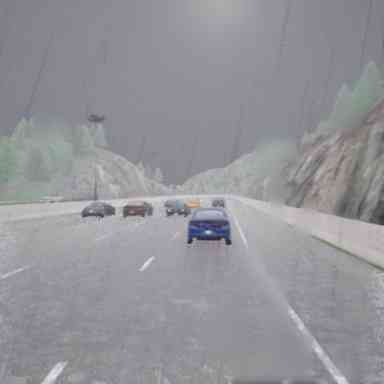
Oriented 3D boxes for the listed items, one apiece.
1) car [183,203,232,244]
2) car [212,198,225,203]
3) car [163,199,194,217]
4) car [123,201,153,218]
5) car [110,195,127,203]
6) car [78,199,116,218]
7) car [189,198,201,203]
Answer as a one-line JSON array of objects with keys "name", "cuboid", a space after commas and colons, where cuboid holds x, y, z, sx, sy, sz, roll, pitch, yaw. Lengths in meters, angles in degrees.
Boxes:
[{"name": "car", "cuboid": [0.894, 1.520, 16.207, 1.882, 1.535, 5.008, 0, 0, 5]}, {"name": "car", "cuboid": [3.896, 1.635, 48.911, 1.837, 1.490, 4.892, 0, 0, 5]}, {"name": "car", "cuboid": [-1.207, 1.673, 31.792, 1.895, 1.301, 4.718, 0, 0, 5]}, {"name": "car", "cuboid": [-4.842, 1.534, 30.465, 1.882, 1.535, 5.008, 0, -1, 5]}, {"name": "car", "cuboid": [-15.358, 1.441, 69.787, 1.882, 1.535, 5.008, 0, 0, 5]}, {"name": "car", "cuboid": [-8.374, 1.608, 30.294, 1.994, 1.385, 4.181, 0, 0, 5]}, {"name": "car", "cuboid": [0.190, 1.590, 46.835, 1.882, 1.535, 5.008, 0, 0, 5]}]
